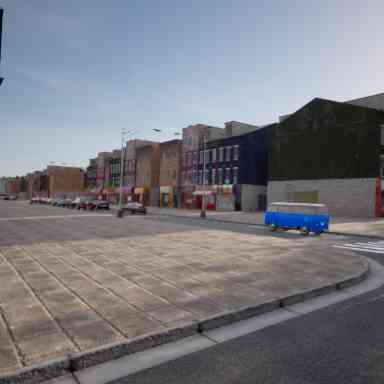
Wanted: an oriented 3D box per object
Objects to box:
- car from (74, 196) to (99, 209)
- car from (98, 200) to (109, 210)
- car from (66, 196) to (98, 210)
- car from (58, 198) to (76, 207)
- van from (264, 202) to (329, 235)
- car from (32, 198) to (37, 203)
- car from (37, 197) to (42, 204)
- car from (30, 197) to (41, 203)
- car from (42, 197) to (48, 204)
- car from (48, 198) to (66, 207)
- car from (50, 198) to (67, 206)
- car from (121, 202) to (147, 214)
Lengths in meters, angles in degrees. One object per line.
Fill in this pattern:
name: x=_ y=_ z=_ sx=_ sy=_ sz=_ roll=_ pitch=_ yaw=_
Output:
car: x=-16.202 y=1.577 z=51.038 sx=2.192 sy=1.841 sz=5.009 roll=3 pitch=-2 yaw=-36
car: x=-13.012 y=1.813 z=46.598 sx=1.947 sy=1.339 sz=4.313 roll=3 pitch=-2 yaw=-36
car: x=-14.846 y=1.489 z=44.746 sx=2.097 sy=1.767 sz=4.553 roll=3 pitch=-2 yaw=-35
car: x=-22.606 y=1.843 z=59.901 sx=1.887 sy=1.381 sz=4.507 roll=3 pitch=-2 yaw=-36
van: x=6.183 y=1.555 z=19.998 sx=1.690 sy=1.788 sz=3.998 roll=3 pitch=-2 yaw=-36
car: x=-35.396 y=1.838 z=77.638 sx=1.967 sy=1.590 sz=4.097 roll=3 pitch=-2 yaw=-36
car: x=-32.202 y=1.952 z=73.201 sx=1.802 sy=1.307 sz=4.206 roll=3 pitch=-2 yaw=-36
car: x=-38.598 y=2.010 z=82.067 sx=1.802 sy=1.307 sz=4.206 roll=3 pitch=-2 yaw=-36
car: x=-29.101 y=1.870 z=68.906 sx=1.752 sy=1.417 sz=4.829 roll=3 pitch=-2 yaw=-36
car: x=-20.672 y=1.710 z=52.719 sx=2.033 sy=1.411 sz=5.357 roll=3 pitch=-2 yaw=-36
car: x=-25.804 y=1.886 z=64.334 sx=1.947 sy=1.339 sz=4.313 roll=3 pitch=-2 yaw=-36
car: x=-6.617 y=1.808 z=37.730 sx=1.802 sy=1.307 sz=4.206 roll=3 pitch=-2 yaw=-36
